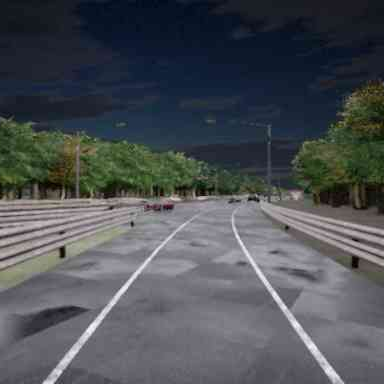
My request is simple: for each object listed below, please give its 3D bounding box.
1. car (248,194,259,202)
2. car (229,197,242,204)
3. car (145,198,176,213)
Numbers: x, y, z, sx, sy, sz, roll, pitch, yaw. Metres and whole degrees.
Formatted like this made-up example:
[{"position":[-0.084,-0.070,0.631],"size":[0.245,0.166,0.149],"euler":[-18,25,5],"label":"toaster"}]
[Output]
[{"position":[16.435,1.584,88.373],"size":[2.150,2.045,5.566],"euler":[0,0,22],"label":"car"},{"position":[9.290,1.772,70.455],"size":[1.837,1.490,4.892],"euler":[0,0,22],"label":"car"},{"position":[-3.667,1.469,39.216],"size":[2.097,1.767,4.553],"euler":[0,0,24],"label":"car"}]
